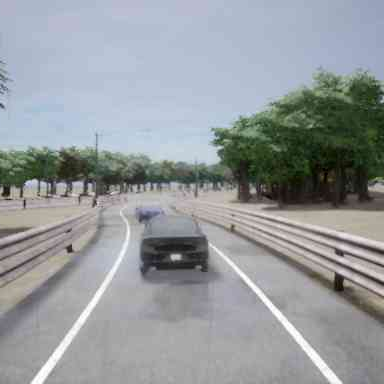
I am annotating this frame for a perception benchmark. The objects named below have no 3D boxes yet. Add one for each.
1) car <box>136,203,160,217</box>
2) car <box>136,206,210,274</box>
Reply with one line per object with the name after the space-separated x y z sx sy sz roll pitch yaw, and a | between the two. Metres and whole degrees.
-3.318 1.516 25.666 1.895 1.301 4.718 -1 0 -13 | car
-0.643 1.447 10.643 1.882 1.535 5.008 0 0 -6 | car
